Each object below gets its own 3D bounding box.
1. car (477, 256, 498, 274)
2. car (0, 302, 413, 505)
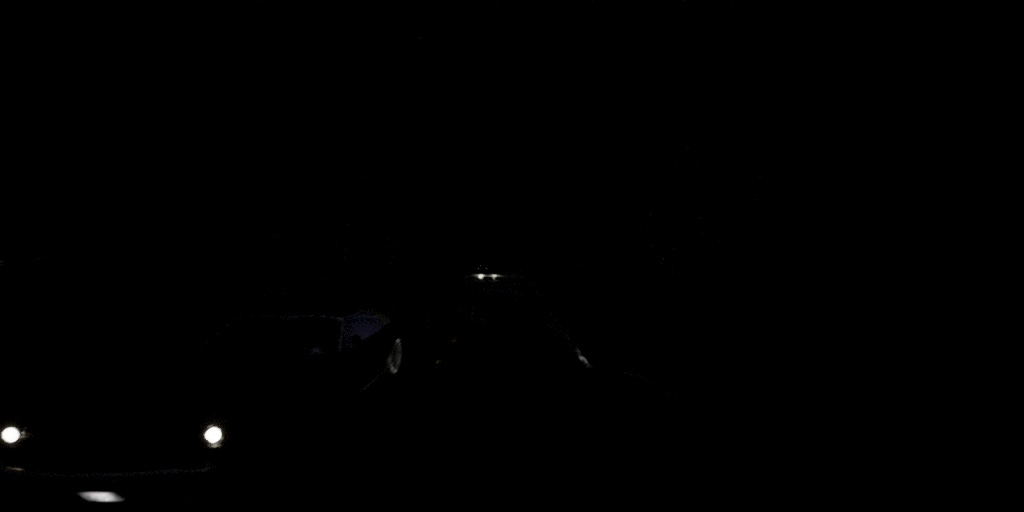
[{"bbox_3d":[-2.874,1.050,42.963,2.150,2.045,5.566,0,0,0],"label":"car"},{"bbox_3d":[-2.839,1.356,4.685,1.895,1.301,4.718,0,0,0],"label":"car"}]
